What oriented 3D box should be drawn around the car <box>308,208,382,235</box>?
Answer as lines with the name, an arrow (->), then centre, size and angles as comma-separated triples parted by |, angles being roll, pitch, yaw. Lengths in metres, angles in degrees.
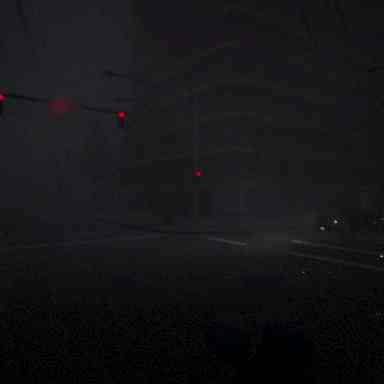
car -> 8.695, 1.609, 18.814 | 4.718, 1.301, 1.895 | 0, 0, -35
